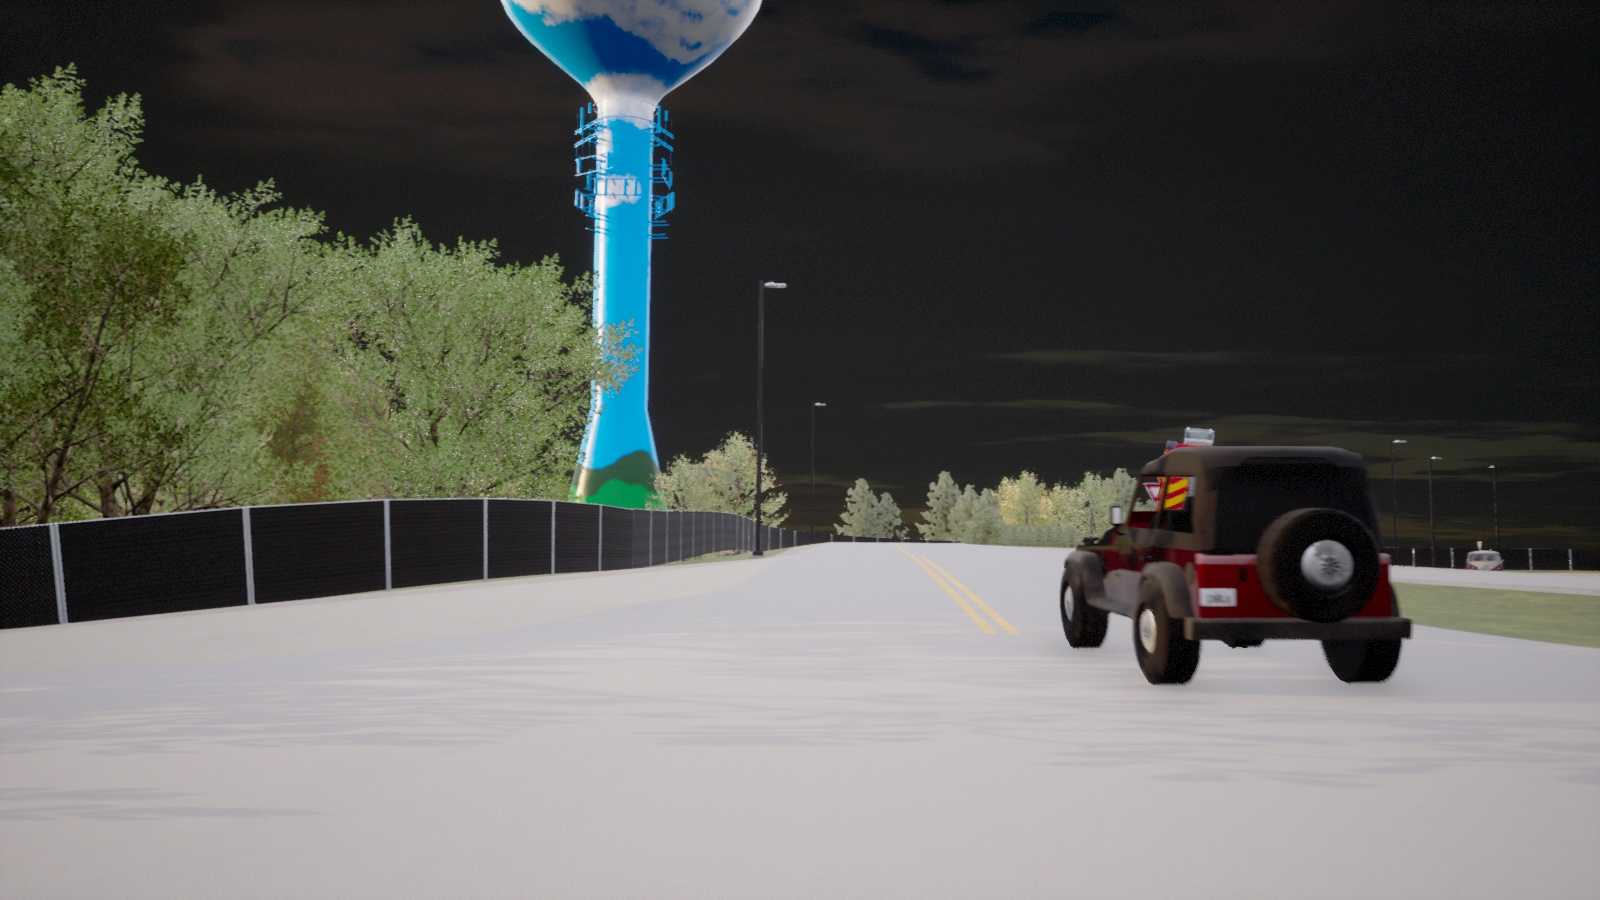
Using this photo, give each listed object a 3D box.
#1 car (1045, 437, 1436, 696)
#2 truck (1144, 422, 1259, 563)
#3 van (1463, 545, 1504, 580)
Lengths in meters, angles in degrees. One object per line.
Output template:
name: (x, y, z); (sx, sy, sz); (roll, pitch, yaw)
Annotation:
car: (3.606, 0.914, 11.127); (1.905, 1.878, 3.866); (0, -2, -3)
truck: (12.811, 1.488, 40.202); (2.891, 3.827, 8.468); (5, -3, 18)
van: (39.753, 6.522, 73.088); (1.775, 1.987, 4.442); (-3, -5, 26)
